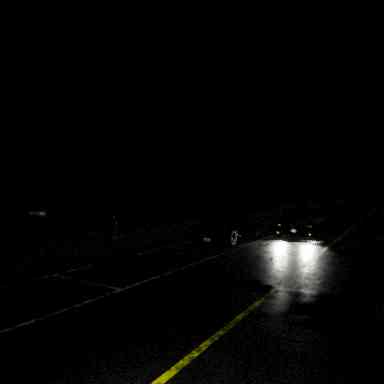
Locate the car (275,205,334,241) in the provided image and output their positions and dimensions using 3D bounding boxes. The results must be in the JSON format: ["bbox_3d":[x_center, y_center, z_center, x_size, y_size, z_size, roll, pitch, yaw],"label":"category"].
[{"bbox_3d":[5.628,1.564,16.752,1.994,1.385,4.181,0,0,32],"label":"car"}]

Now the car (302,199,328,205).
[{"bbox_3d":[10.446,1.582,29.474,1.802,1.307,4.206,0,0,32],"label":"car"}]

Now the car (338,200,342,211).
[{"bbox_3d":[16.239,1.441,38.884,1.967,1.590,4.097,0,0,32],"label":"car"}]

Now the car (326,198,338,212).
[{"bbox_3d":[13.342,1.567,34.179,1.947,1.339,4.313,0,0,32],"label":"car"}]

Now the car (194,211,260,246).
[{"bbox_3d":[1.756,1.566,15.359,1.947,1.339,4.313,0,0,32],"label":"car"}]
